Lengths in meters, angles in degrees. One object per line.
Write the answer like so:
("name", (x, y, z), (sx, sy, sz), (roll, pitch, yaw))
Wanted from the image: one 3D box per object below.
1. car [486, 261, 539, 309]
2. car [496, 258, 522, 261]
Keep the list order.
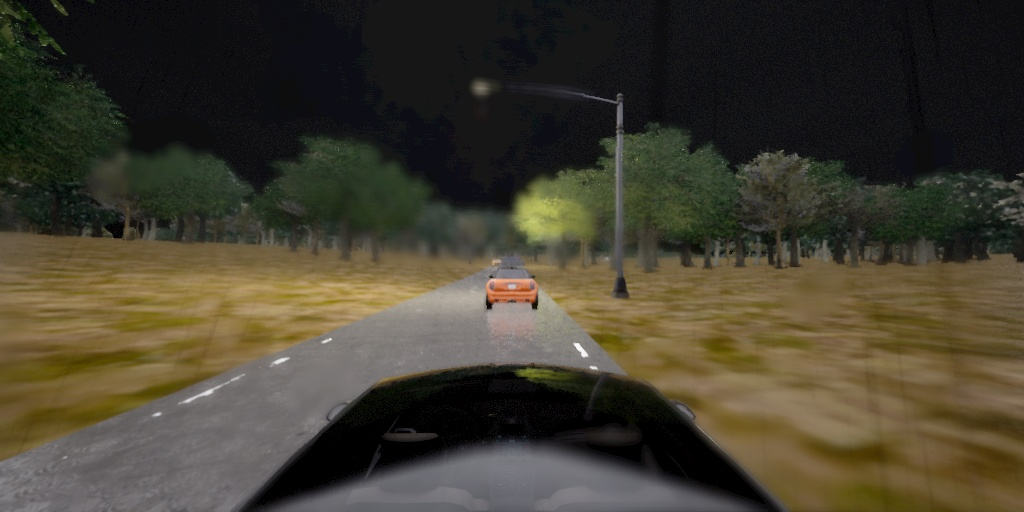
("car", (0.009, 1.228, 15.938), (2.097, 1.767, 4.553), (0, -1, 0))
("car", (0.015, 1.228, 30.894), (2.150, 2.045, 5.566), (0, 0, 0))
